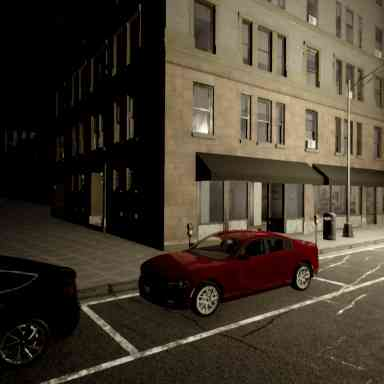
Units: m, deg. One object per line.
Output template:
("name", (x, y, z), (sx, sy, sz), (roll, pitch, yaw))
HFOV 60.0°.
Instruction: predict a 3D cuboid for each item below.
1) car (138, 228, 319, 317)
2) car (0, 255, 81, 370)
("car", (0.987, 1.546, 7.455), (4.507, 1.381, 1.887), (0, 1, -35))
("car", (-3.635, 1.566, 4.166), (4.313, 1.339, 1.947), (0, 1, -35))
